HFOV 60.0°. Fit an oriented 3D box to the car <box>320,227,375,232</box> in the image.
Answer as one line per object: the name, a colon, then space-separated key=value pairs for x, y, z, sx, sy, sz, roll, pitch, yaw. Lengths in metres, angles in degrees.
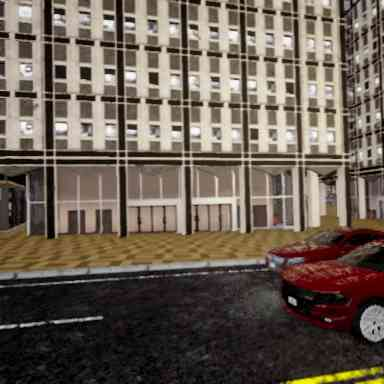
car: x=4.522 y=1.798 z=9.923 sx=4.674 sy=1.442 sz=1.812 roll=0 pitch=-2 yaw=-14

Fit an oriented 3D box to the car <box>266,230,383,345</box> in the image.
car: x=4.192 y=1.653 z=6.478 sx=5.008 sy=1.535 sz=1.882 roll=0 pitch=-2 yaw=-14
